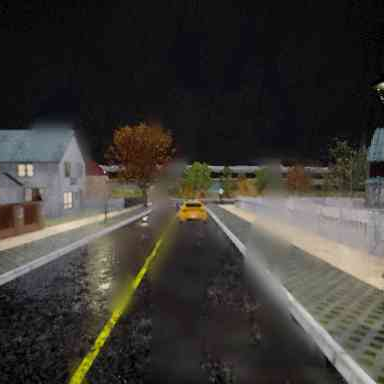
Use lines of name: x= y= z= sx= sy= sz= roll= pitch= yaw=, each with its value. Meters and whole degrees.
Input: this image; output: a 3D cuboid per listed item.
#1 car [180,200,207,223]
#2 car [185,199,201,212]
car: x=0.100 y=1.445 z=24.911 sx=1.882 sy=1.535 sz=5.008 roll=0 pitch=0 yaw=0
car: x=0.101 y=1.565 z=39.923 sx=1.895 sy=1.301 sz=4.718 roll=0 pitch=0 yaw=0
